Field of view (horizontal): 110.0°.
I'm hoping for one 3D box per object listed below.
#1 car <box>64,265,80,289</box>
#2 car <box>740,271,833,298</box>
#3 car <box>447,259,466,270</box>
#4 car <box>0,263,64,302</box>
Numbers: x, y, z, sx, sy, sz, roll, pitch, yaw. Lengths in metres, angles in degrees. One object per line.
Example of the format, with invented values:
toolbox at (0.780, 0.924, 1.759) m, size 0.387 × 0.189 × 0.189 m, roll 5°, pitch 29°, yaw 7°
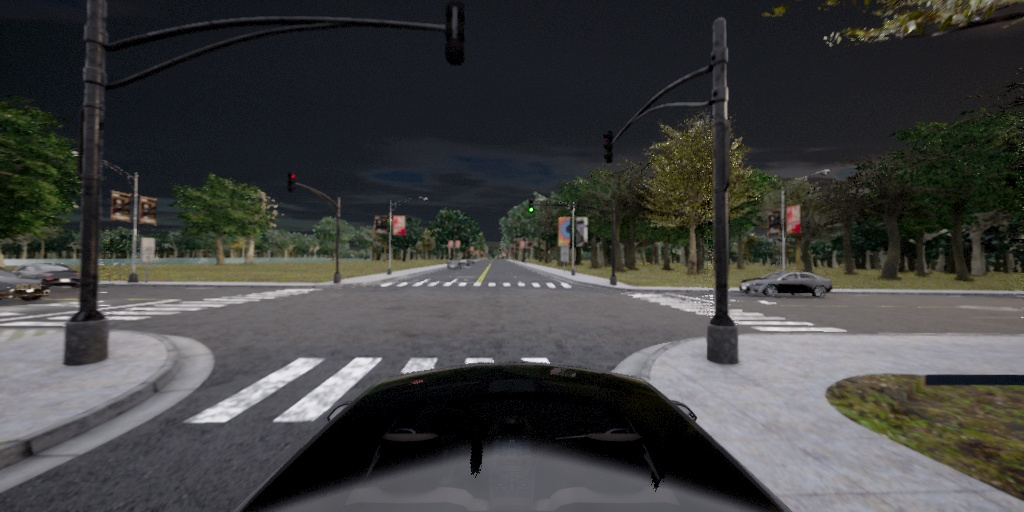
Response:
car at (-25.966, 1.122, 19.776) m, size 4.674 × 1.442 × 1.812 m, roll 0°, pitch -2°, yaw 18°
car at (16.212, 1.655, 21.354) m, size 4.902 × 1.511 × 2.128 m, roll 1°, pitch -1°, yaw -2°
car at (-8.687, 1.364, 54.135) m, size 2.128 × 1.511 × 4.902 m, roll 0°, pitch 1°, yaw -3°
car at (-20.334, 1.004, 13.243) m, size 4.892 × 1.490 × 1.837 m, roll 1°, pitch -1°, yaw -2°
